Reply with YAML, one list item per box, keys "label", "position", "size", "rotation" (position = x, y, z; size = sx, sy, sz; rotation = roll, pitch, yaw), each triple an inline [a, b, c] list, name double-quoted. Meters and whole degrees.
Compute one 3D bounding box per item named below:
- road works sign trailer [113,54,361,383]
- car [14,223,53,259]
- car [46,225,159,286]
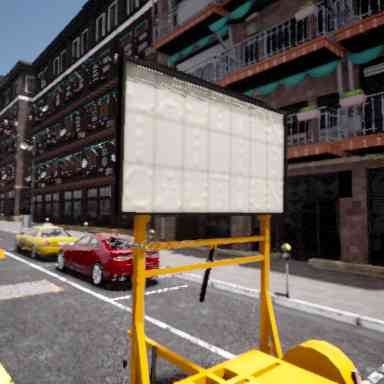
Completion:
- label: "road works sign trailer"
  position: [0.113, 0.643, 3.617]
  size: [2.380, 3.560, 2.880]
  rotation: [3, -3, -41]
- label: "car"
  position: [-6.647, 2.096, 14.996]
  size: [1.752, 1.417, 4.829]
  rotation: [5, -5, -42]
- label: "car"
  position: [-2.848, 1.992, 10.745]
  size: [1.887, 1.381, 4.507]
  rotation: [5, -5, -42]
